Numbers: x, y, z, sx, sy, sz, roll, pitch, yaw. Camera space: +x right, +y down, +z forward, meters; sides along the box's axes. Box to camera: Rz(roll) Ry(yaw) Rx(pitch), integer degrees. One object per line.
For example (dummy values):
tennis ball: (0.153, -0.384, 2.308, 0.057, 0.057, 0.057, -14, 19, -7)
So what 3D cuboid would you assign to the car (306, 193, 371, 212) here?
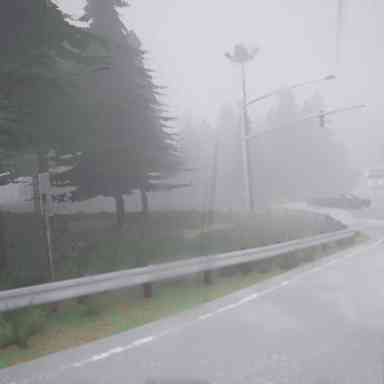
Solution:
car: (11.630, 0.741, 26.842, 1.895, 1.301, 4.718, -4, 4, -35)

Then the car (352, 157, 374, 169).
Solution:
car: (32.895, -5.360, 63.180, 2.128, 1.511, 4.902, -4, 7, 10)

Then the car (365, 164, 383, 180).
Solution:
car: (26.652, -2.733, 48.153, 2.033, 1.411, 5.357, -2, 8, 32)
